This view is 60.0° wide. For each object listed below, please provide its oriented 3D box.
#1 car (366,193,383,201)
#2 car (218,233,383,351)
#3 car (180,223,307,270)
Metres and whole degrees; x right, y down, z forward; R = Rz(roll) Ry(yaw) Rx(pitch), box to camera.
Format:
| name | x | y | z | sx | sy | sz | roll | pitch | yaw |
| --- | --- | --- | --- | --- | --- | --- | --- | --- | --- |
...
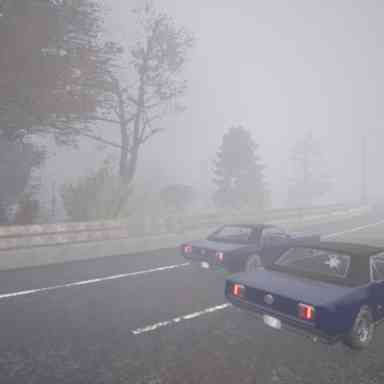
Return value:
| name | x | y | z | sx | sy | sz | roll | pitch | yaw |
| --- | --- | --- | --- | --- | --- | --- | --- | --- | --- |
| car | 38.378 | 1.042 | 71.085 | 2.128 | 1.511 | 4.902 | -1 | 0 | 9 |
| car | 2.915 | 1.581 | 6.200 | 4.718 | 1.301 | 1.895 | 0 | 0 | -38 |
| car | 2.029 | 1.591 | 10.077 | 4.718 | 1.301 | 1.895 | 0 | 0 | -40 |
